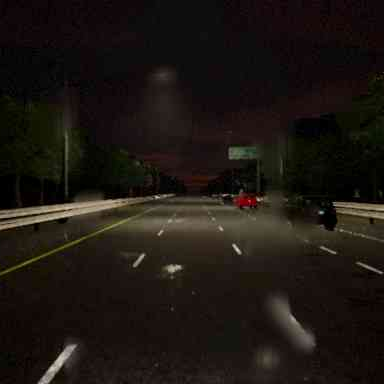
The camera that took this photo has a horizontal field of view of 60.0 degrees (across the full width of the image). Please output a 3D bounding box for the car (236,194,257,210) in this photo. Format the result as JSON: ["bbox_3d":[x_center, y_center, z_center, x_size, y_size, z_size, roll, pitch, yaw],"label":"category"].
[{"bbox_3d":[7.118,1.218,43.590,2.150,2.045,5.566,0,0,0],"label":"car"}]

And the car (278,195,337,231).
[{"bbox_3d":[7.030,1.224,20.755,2.150,2.045,5.566,0,0,0],"label":"car"}]

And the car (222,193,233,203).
[{"bbox_3d":[7.268,1.477,68.208,1.837,1.490,4.892,0,0,0],"label":"car"}]
